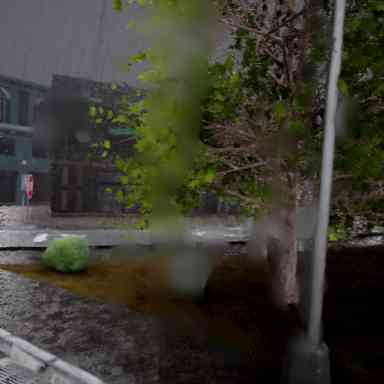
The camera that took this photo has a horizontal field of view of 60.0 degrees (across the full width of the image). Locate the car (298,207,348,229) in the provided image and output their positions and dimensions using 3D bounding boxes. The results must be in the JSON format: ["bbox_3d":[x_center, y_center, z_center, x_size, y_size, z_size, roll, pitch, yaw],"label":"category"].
[{"bbox_3d":[9.051,1.764,22.874,4.902,1.511,2.128,1,3,-32],"label":"car"}]
